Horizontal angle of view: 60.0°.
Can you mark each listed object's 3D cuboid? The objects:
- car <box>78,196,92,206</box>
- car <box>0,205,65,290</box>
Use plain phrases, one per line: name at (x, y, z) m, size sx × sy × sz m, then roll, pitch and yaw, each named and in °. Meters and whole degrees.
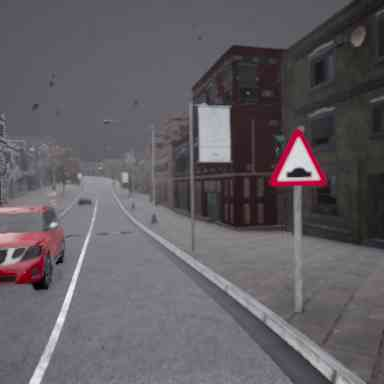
car at (-16.147, 1.366, 50.402) m, size 1.895 × 1.301 × 4.718 m, roll -2°, pitch 3°, yaw -15°
car at (-5.070, 1.440, 9.717) m, size 2.150 × 2.045 × 5.566 m, roll -1°, pitch -1°, yaw -15°
